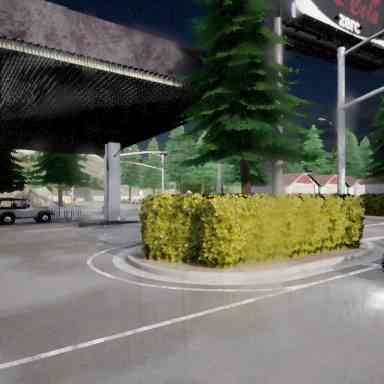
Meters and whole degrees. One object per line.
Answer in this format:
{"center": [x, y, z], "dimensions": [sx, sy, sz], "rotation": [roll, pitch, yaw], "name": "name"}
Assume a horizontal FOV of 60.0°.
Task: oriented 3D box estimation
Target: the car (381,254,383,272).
{"center": [6.997, 1.523, 9.001], "dimensions": [4.674, 1.442, 1.812], "rotation": [0, 0, -35], "name": "car"}

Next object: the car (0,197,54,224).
{"center": [-11.962, 1.313, 23.485], "dimensions": [3.866, 1.878, 1.905], "rotation": [0, 0, -36], "name": "car"}
